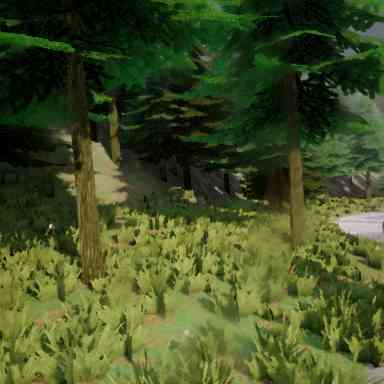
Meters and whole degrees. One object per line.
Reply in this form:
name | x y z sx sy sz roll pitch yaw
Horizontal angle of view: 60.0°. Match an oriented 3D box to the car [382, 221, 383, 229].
car | 11.072 1.671 16.715 1.994 1.385 4.181 -3 -2 16
